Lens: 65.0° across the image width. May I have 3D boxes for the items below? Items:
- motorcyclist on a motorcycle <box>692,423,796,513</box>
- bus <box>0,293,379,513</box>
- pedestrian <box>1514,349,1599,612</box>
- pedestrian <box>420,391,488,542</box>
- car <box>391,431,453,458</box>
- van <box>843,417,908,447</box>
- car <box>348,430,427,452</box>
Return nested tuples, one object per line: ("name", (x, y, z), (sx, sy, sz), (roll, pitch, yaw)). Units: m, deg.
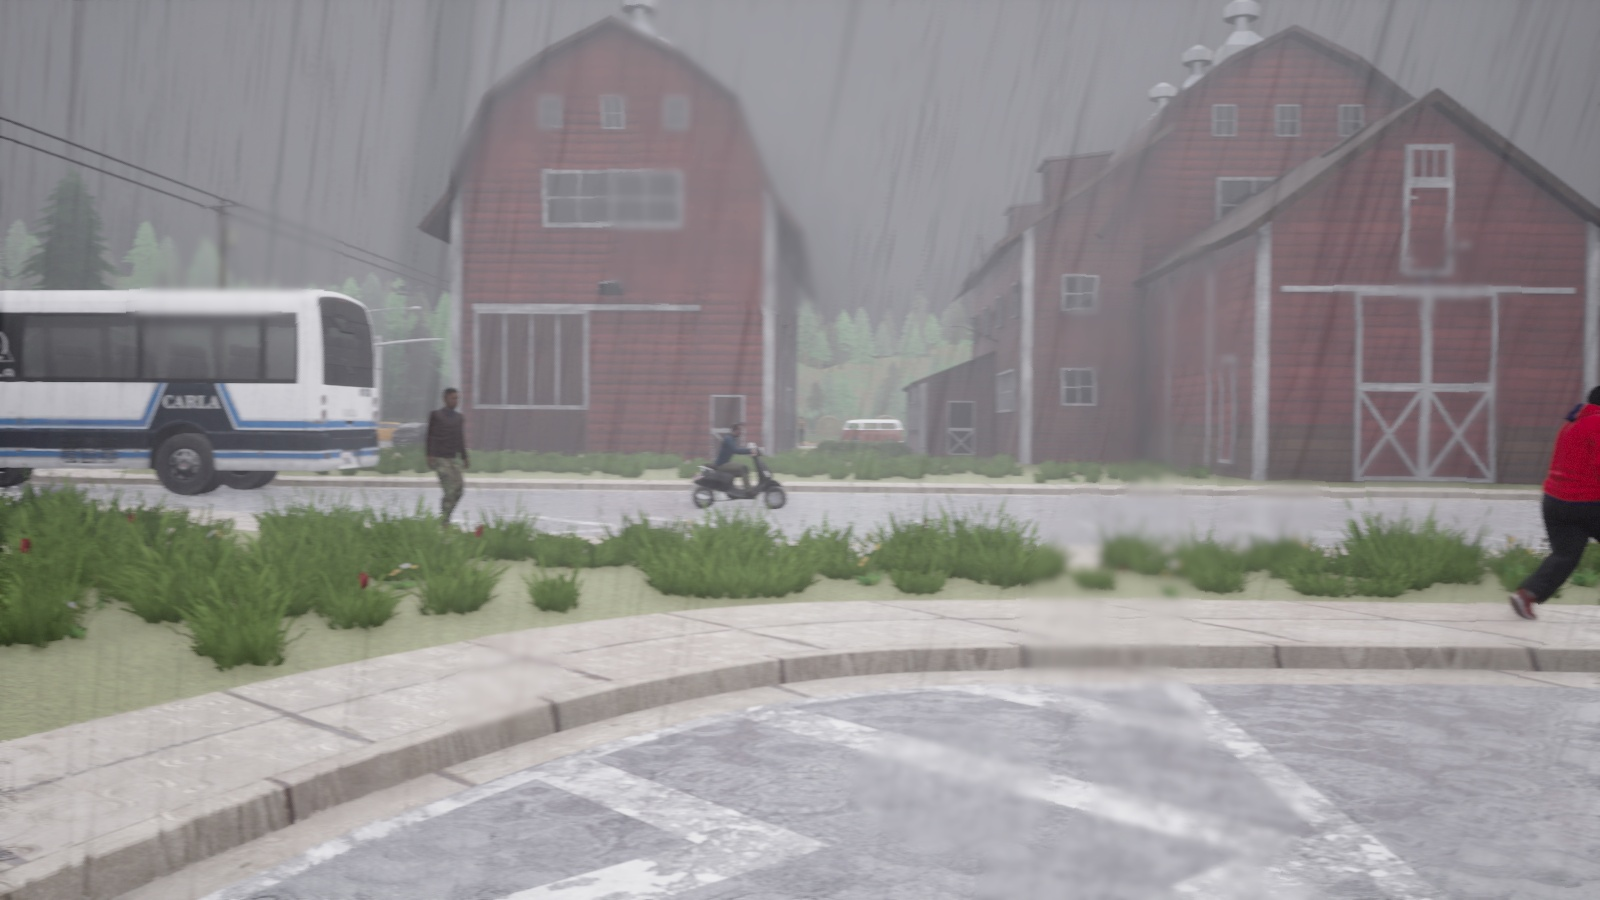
("motorcyclist on a motorcycle", (-1.006, 0.320, 23.003), (1.817, 1.590, 0.866), (-1, 1, 2))
("bus", (-14.880, -0.926, 26.914), (10.273, 4.253, 3.944), (-1, 1, 3))
("pedestrian", (5.831, 0.206, 9.149), (0.899, 1.844, 0.634), (-1, 1, 0))
("pedestrian", (-4.313, 0.201, 15.646), (0.703, 1.840, 0.431), (0, 1, 34))
("car", (-21.500, -0.328, 71.635), (1.837, 1.490, 4.892), (-1, 0, 3))
("van", (5.341, -1.277, 89.242), (4.480, 2.038, 2.069), (-1, 1, 2))
("car", (-29.593, -0.636, 90.154), (5.008, 1.535, 1.882), (0, 1, 1))
